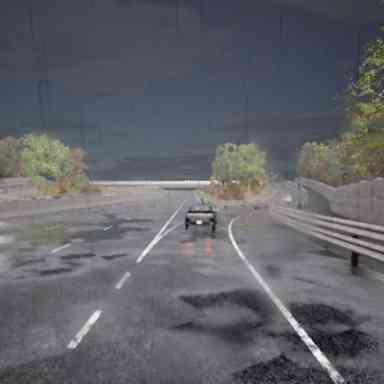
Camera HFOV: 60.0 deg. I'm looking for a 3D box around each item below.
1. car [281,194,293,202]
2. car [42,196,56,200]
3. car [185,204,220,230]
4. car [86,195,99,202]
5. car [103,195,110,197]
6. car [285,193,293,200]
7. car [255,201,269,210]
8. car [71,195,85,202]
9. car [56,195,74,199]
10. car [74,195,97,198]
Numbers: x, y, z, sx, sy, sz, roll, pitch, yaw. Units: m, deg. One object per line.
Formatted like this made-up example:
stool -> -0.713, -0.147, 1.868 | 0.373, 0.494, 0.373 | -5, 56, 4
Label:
car -> 22.695, 1.569, 80.302 | 2.150, 2.045, 5.566 | 0, 3, 20
car -> -28.001, 1.542, 65.789 | 1.812, 1.442, 4.674 | 0, 0, 0
car -> 0.708, 1.497, 21.214 | 2.128, 1.511, 4.902 | 0, 0, 7
car -> -24.501, 1.560, 82.039 | 1.812, 1.442, 4.674 | 0, 0, 0
car -> -21.001, 1.561, 82.039 | 2.128, 1.511, 4.902 | 0, 0, 0
car -> 26.320, 1.256, 90.120 | 1.812, 1.442, 4.674 | 0, 4, 19
car -> 12.019, 2.243, 55.835 | 1.994, 1.385, 4.181 | 0, -1, 26
car -> -28.001, 1.536, 82.039 | 1.837, 1.490, 4.892 | 0, 0, 0
car -> -24.501, 1.373, 65.820 | 2.097, 1.767, 4.553 | 0, 0, 0
car -> -21.001, 1.373, 65.820 | 2.097, 1.767, 4.553 | 0, 0, 0
